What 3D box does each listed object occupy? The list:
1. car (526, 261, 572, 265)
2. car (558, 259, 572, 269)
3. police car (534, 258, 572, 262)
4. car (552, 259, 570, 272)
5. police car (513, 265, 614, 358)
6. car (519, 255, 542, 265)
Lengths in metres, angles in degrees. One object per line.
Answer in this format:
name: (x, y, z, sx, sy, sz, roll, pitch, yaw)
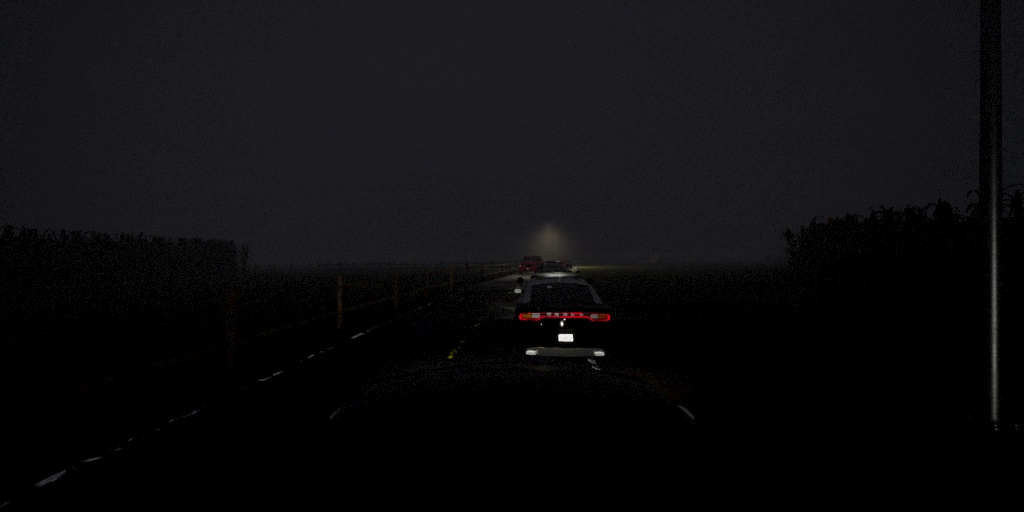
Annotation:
car: (1.981, 1.218, 18.326, 1.882, 1.535, 5.008, 0, 0, 7)
car: (8.316, 1.259, 55.891, 1.994, 1.385, 4.181, 0, 0, 12)
police car: (2.874, 1.159, 24.279, 1.930, 1.638, 5.238, 0, 0, 10)
car: (6.269, 1.187, 45.347, 1.882, 1.535, 5.008, 0, 0, 12)
police car: (1.063, 1.173, 8.632, 1.930, 1.638, 5.238, 0, 0, 3)
car: (2.163, 0.940, 38.976, 2.150, 2.045, 5.566, 0, 0, 12)
